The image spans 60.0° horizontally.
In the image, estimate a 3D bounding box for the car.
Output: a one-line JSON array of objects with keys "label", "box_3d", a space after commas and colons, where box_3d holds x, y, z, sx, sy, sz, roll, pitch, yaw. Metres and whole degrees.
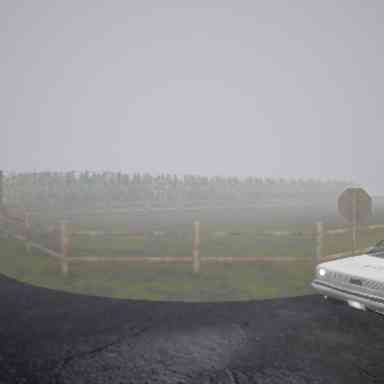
[{"label": "car", "box_3d": [4.667, 1.600, 6.787, 4.718, 1.301, 1.895, 0, 0, -31]}]
